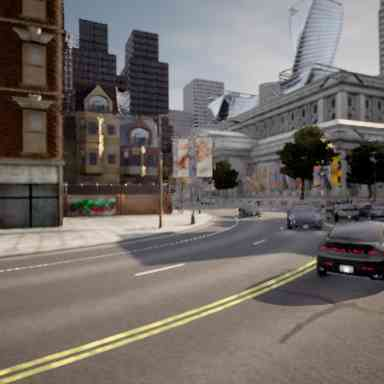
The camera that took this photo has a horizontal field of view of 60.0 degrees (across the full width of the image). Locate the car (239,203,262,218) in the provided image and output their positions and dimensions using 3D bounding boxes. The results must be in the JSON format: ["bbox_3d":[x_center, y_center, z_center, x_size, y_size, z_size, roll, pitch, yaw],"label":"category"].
[{"bbox_3d":[6.110,1.936,34.970,1.837,1.490,4.892,0,-1,0],"label":"car"}]

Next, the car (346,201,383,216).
[{"bbox_3d":[19.880,1.845,38.209,2.002,1.452,4.674,-1,-1,-3],"label":"car"}]

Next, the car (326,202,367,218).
[{"bbox_3d":[12.659,1.756,28.246,2.128,1.511,4.902,-1,-1,10],"label":"car"}]

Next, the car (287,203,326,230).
[{"bbox_3d":[7.646,1.595,22.811,2.097,1.767,4.553,-1,-1,15],"label":"car"}]

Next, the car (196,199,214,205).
[{"bbox_3d":[2.426,1.960,63.118,1.882,1.535,5.008,0,-1,-23],"label":"car"}]

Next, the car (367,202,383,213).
[{"bbox_3d":[16.548,1.798,30.271,2.033,1.411,5.357,-1,-1,6],"label":"car"}]

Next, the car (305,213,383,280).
[{"bbox_3d":[5.160,1.593,9.832,1.837,1.490,4.892,0,-1,38],"label":"car"}]
